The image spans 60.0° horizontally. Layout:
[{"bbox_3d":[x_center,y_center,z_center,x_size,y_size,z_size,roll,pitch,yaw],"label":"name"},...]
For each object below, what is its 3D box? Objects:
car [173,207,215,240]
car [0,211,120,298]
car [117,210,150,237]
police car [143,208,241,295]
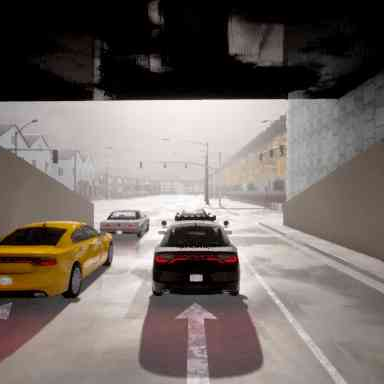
[{"bbox_3d":[0.094,1.564,17.852,1.994,1.385,4.181,0,0,0],"label":"car"},{"bbox_3d":[-3.409,1.478,8.565,1.882,1.535,5.008,0,0,0],"label":"car"},{"bbox_3d":[-3.404,1.601,17.808,1.895,1.301,4.718,0,0,0],"label":"car"},{"bbox_3d":[0.087,1.425,8.890,1.930,1.638,5.238,0,0,0],"label":"police car"}]
